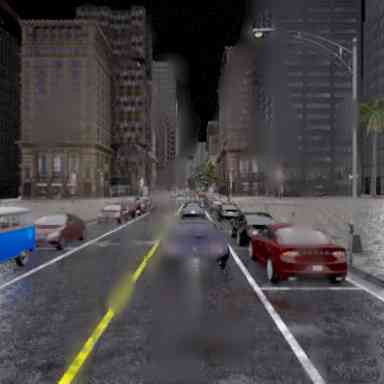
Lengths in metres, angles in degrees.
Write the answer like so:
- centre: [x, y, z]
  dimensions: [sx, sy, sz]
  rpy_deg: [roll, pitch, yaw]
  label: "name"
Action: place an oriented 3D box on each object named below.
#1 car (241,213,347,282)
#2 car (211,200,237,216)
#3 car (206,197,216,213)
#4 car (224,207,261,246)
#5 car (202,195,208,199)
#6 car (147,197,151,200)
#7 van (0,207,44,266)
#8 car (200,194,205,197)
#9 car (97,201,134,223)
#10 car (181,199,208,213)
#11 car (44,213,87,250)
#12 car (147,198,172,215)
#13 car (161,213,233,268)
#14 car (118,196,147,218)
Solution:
- centre: [2.763, 1.537, 9.547]
  dimensions: [1.887, 1.381, 4.507]
  rpy_deg: [0, 0, 0]
  label: "car"
- centre: [2.761, 1.543, 25.746]
  dimensions: [1.947, 1.339, 4.313]
  rpy_deg: [0, 0, 0]
  label: "car"
- centre: [2.761, 1.541, 36.546]
  dimensions: [1.802, 1.307, 4.206]
  rpy_deg: [0, 0, 0]
  label: "car"
- centre: [2.762, 1.554, 14.947]
  dimensions: [1.947, 1.339, 4.313]
  rpy_deg: [0, 0, 0]
  label: "car"
- centre: [2.760, 1.493, 47.347]
  dimensions: [1.947, 1.339, 4.313]
  rpy_deg: [0, 0, 0]
  label: "car"
- centre: [-5.765, 1.401, 35.388]
  dimensions: [1.967, 1.590, 4.097]
  rpy_deg: [0, 0, 0]
  label: "car"
- centre: [-5.762, 1.333, 8.883]
  dimensions: [1.690, 1.788, 3.998]
  rpy_deg: [0, 0, 0]
  label: "van"
- centre: [2.759, 1.465, 54.713]
  dimensions: [1.947, 1.339, 4.313]
  rpy_deg: [0, 0, 0]
  label: "car"
- centre: [-5.764, 1.560, 24.786]
  dimensions: [1.802, 1.307, 4.206]
  rpy_deg: [0, 0, 0]
  label: "car"
- centre: [0.090, 1.538, 28.417]
  dimensions: [1.994, 1.385, 4.181]
  rpy_deg: [0, 0, 0]
  label: "car"
- centre: [-5.763, 1.570, 14.184]
  dimensions: [1.802, 1.307, 4.206]
  rpy_deg: [0, 0, 0]
  label: "car"
- centre: [-3.101, 1.565, 33.553]
  dimensions: [1.895, 1.301, 4.718]
  rpy_deg: [0, 0, 0]
  label: "car"
- centre: [0.091, 1.591, 11.203]
  dimensions: [1.895, 1.301, 4.718]
  rpy_deg: [0, 0, 0]
  label: "car"
- centre: [-5.764, 1.286, 30.086]
  dimensions: [2.192, 1.841, 5.009]
  rpy_deg: [0, 0, 0]
  label: "car"
